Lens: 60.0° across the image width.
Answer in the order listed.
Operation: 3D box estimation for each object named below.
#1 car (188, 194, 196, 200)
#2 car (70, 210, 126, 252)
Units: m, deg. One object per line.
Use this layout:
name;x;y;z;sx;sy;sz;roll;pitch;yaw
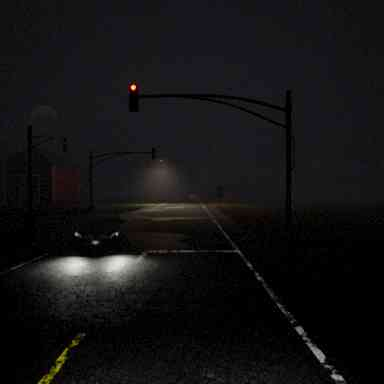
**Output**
car;0.067;1.242;86.583;2.097;1.767;4.553;0;0;0
car;-3.823;1.522;14.158;1.812;1.442;4.674;1;0;-10
